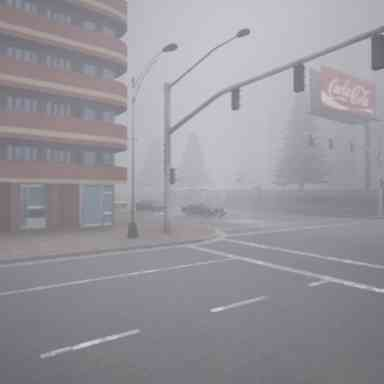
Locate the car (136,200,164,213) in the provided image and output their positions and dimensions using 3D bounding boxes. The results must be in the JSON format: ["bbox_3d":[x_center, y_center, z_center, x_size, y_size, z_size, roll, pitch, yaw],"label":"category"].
[{"bbox_3d":[-4.644,1.583,38.434,2.033,1.411,5.357,0,0,-36],"label":"car"}]

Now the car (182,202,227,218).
[{"bbox_3d":[1.079,1.636,30.505,1.895,1.301,4.718,0,0,-36],"label":"car"}]

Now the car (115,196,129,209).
[{"bbox_3d":[-10.503,1.513,46.581,1.882,1.535,5.008,0,0,-36],"label":"car"}]

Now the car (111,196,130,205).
[{"bbox_3d":[-13.671,1.574,63.260,1.812,1.442,4.674,0,0,-34],"label":"car"}]
